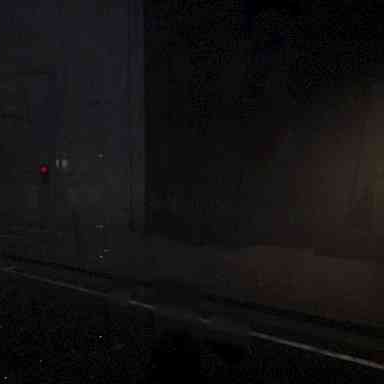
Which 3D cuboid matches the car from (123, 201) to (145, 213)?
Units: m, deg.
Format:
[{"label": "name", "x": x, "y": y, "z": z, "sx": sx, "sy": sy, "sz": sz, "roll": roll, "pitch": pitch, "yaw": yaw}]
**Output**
[{"label": "car", "x": -6.419, "y": 1.824, "z": 40.366, "sx": 1.994, "sy": 1.385, "sz": 4.181, "roll": -1, "pitch": 0, "yaw": 35}]
